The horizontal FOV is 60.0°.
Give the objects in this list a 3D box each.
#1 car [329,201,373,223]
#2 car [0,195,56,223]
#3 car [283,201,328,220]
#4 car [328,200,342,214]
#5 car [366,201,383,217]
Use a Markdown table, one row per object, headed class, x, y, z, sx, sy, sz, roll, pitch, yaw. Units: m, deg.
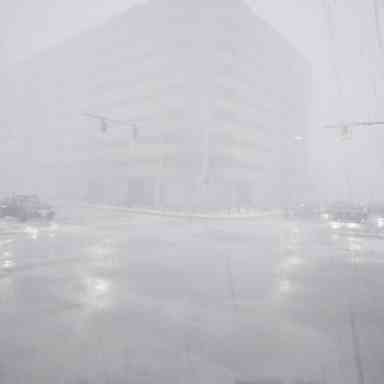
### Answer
| class | x | y | z | sx | sy | sz | roll | pitch | yaw |
| --- | --- | --- | --- | --- | --- | --- | --- | --- | --- |
| car | 13.372 | 1.763 | 27.888 | 1.994 | 1.385 | 4.181 | 2 | 1 | 40 |
| car | -10.178 | 0.943 | 20.310 | 4.902 | 1.511 | 2.128 | 2 | 1 | 40 |
| car | 9.601 | 1.562 | 28.816 | 2.128 | 1.511 | 4.902 | 2 | 1 | 40 |
| car | 16.599 | 1.730 | 37.287 | 1.837 | 1.490 | 4.892 | 2 | 1 | 40 |
| car | 20.108 | 1.949 | 36.046 | 1.895 | 1.301 | 4.718 | 2 | 1 | 40 |
